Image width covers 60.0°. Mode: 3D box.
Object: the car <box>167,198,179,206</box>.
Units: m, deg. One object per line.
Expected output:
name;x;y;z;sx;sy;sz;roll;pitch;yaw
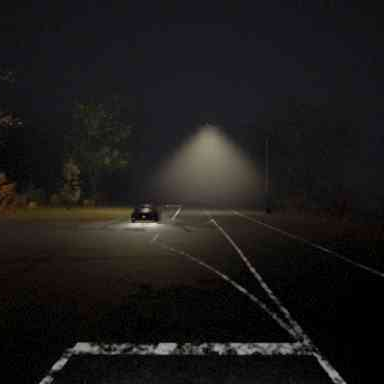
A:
car;-3.652;1.886;64.140;1.837;1.490;4.892;0;0;0

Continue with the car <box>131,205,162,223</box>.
car;-3.472;1.663;25.917;1.994;1.385;4.181;0;-2;0
